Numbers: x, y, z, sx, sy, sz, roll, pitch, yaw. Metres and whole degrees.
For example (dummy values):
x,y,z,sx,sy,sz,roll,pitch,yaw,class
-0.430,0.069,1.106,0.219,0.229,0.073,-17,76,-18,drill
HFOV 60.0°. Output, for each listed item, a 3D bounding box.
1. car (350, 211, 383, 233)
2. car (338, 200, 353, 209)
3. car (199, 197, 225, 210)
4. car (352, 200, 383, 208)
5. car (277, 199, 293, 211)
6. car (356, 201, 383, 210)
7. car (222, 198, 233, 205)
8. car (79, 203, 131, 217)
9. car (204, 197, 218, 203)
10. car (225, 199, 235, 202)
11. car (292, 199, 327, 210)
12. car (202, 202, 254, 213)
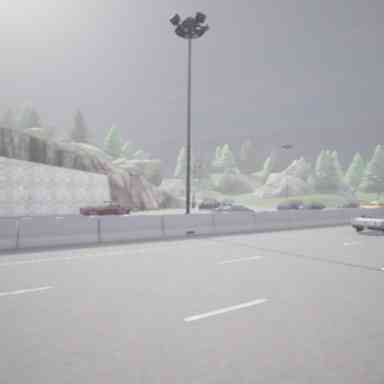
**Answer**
x,y,z,sx,sy,sz,roll,pitch,yaw,class
12.098,1.879,20.978,4.718,1.301,1.895,1,-1,-36,car
27.354,2.203,57.819,4.902,1.511,2.128,1,0,-35,car
2.757,1.867,49.242,1.882,1.535,5.008,0,0,26,car
22.630,2.017,41.611,5.008,1.535,1.882,1,-1,-35,car
14.616,1.862,48.792,4.553,1.767,2.097,1,-1,-35,car
29.721,2.260,55.195,5.357,1.411,2.033,1,-1,-35,car
7.807,2.151,73.564,2.033,1.411,5.357,1,0,0,car
-8.432,1.750,32.373,4.718,1.301,1.895,1,-1,-35,car
4.999,2.015,88.860,2.033,1.411,5.357,1,1,-19,car
6.899,2.002,61.799,1.882,1.535,5.008,0,0,13,car
16.631,2.000,45.931,4.902,1.511,2.128,1,-1,-35,car
3.340,1.803,27.872,4.181,1.385,1.994,1,-1,-35,car
